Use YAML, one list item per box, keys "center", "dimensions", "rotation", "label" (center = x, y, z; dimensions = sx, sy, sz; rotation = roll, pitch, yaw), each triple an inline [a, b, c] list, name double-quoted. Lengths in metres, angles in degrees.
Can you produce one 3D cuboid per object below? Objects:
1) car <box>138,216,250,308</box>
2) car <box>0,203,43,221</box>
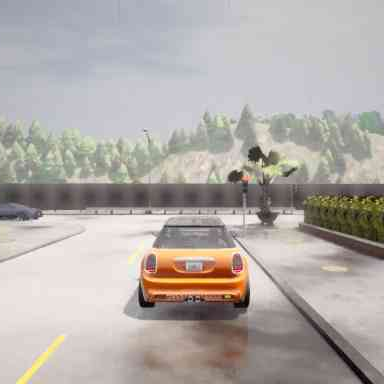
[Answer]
- center: [0.056, 1.352, 8.091]
  dimensions: [2.097, 1.767, 4.553]
  rotation: [0, 0, 0]
  label: "car"
- center: [-14.076, 1.564, 26.249]
  dimensions: [4.181, 1.385, 1.994]
  rotation: [0, 0, 0]
  label: "car"
